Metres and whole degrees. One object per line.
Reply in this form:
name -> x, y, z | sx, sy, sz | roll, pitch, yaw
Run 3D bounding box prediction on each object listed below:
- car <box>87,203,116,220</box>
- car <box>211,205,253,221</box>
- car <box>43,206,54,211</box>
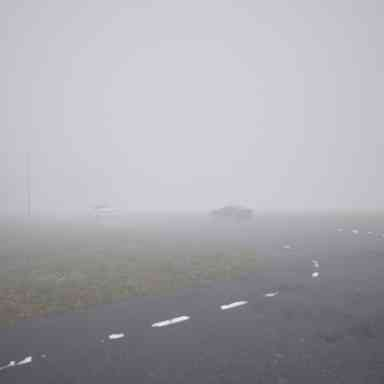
car -> -11.850, 2.506, 43.221 | 2.150, 2.045, 5.566 | -2, 0, -36
car -> 3.852, 2.052, 33.289 | 1.882, 1.535, 5.008 | -2, 0, -35
car -> -35.969, 4.106, 83.186 | 1.994, 1.385, 4.181 | -2, -1, -32
